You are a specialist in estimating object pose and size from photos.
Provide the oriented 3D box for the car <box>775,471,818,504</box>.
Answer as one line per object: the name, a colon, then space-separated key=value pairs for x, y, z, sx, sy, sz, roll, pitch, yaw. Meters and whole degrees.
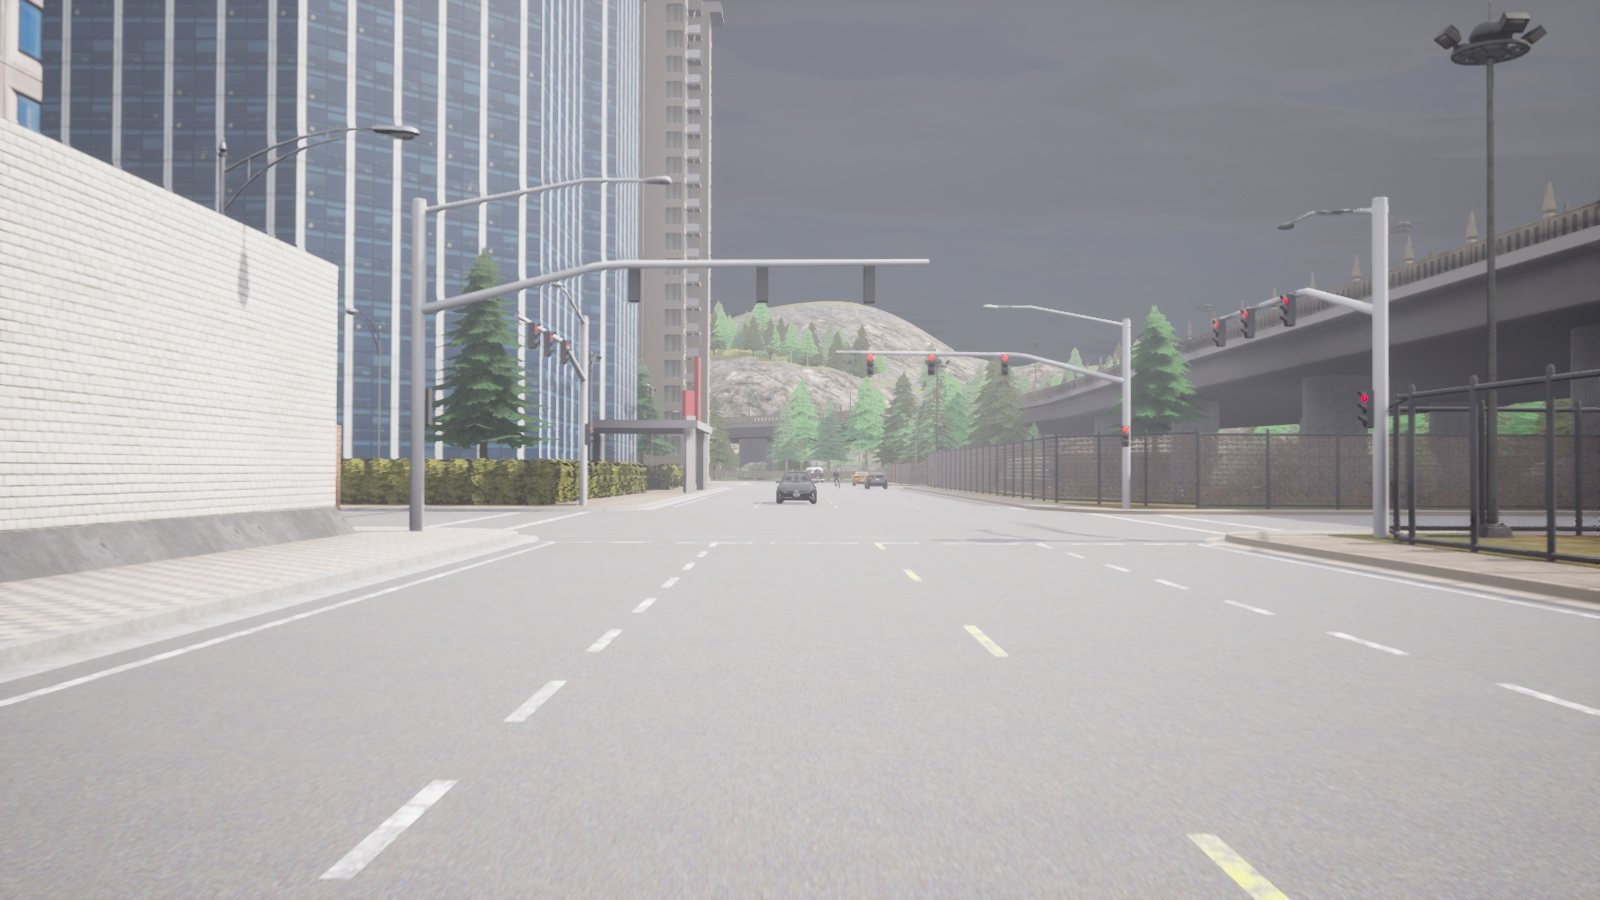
car: x=-0.149 y=1.778 z=60.663 sx=2.007 sy=1.525 sz=4.514 roll=0 pitch=-1 yaw=0
